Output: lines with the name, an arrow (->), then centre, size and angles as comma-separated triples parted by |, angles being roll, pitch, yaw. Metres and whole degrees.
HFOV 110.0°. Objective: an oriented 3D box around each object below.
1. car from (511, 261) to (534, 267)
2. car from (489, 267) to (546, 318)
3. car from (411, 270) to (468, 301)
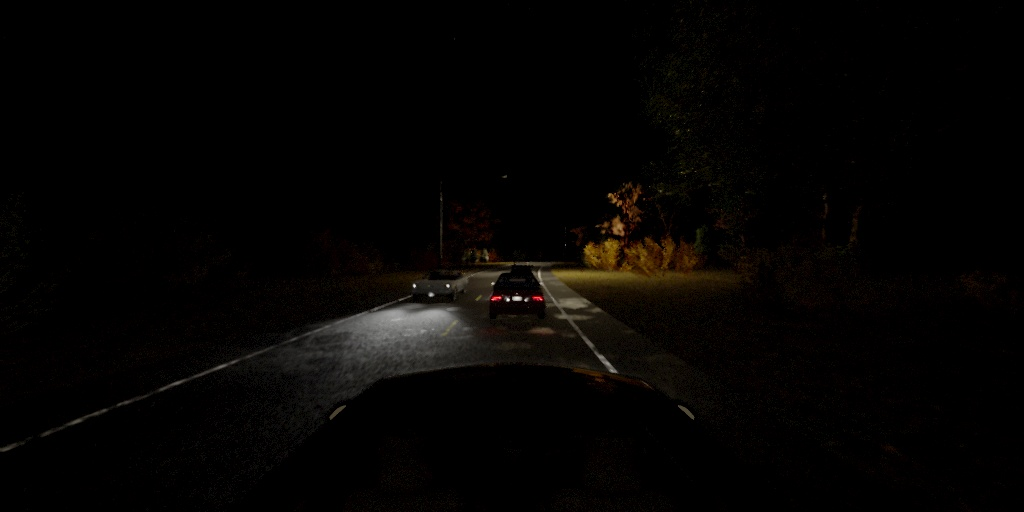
car -> 0.960, 1.238, 33.043 | 2.128, 1.511, 4.902 | 0, 0, 3
car -> 0.193, 1.298, 13.018 | 2.033, 1.411, 5.357 | 0, 0, 1
car -> -3.402, 1.352, 17.496 | 1.895, 1.301, 4.718 | 0, 0, 2
